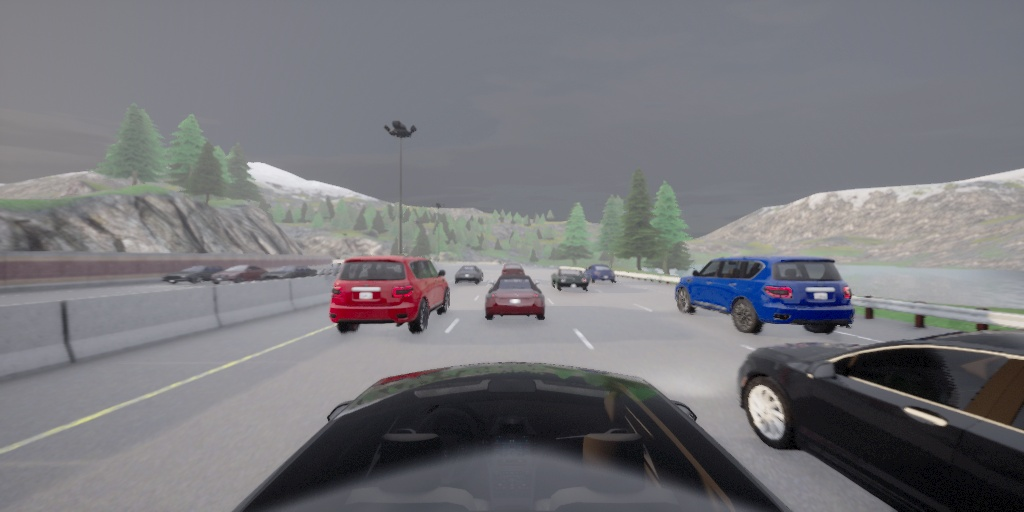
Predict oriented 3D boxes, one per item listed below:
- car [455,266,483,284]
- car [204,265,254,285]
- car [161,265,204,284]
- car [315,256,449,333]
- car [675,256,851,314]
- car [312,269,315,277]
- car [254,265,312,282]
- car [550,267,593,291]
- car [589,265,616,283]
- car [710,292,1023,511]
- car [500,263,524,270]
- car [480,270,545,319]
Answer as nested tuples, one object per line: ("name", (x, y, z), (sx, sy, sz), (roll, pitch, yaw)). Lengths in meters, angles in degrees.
("car", (-3.450, 1.463, 29.296), (1.994, 1.385, 4.181), (0, 0, -1))
("car", (-21.166, 1.418, 28.197), (1.812, 1.442, 4.674), (0, 0, -1))
("car", (-24.643, 1.442, 28.604), (2.033, 1.411, 5.357), (0, 0, -1))
("car", (-3.401, 1.023, 11.037), (2.150, 2.045, 5.566), (0, 0, 0))
("car", (7.099, 1.023, 10.924), (2.150, 2.045, 5.566), (0, 0, 0))
("car", (-14.200, 1.407, 29.829), (1.837, 1.490, 4.892), (0, 0, -1))
("car", (-17.649, 1.443, 28.791), (2.033, 1.411, 5.357), (0, 0, -1))
("car", (3.593, 1.467, 23.107), (1.895, 1.301, 4.718), (0, 0, 0))
("car", (7.047, 1.425, 29.325), (1.812, 1.442, 4.674), (0, 0, -1))
("car", (3.575, 1.260, 2.307), (1.837, 1.490, 4.892), (0, 0, 0))
("car", (0.023, 1.384, 30.695), (1.882, 1.535, 5.008), (0, 0, -1))
("car", (0.098, 1.376, 13.093), (1.994, 1.385, 4.181), (0, 0, 0))
